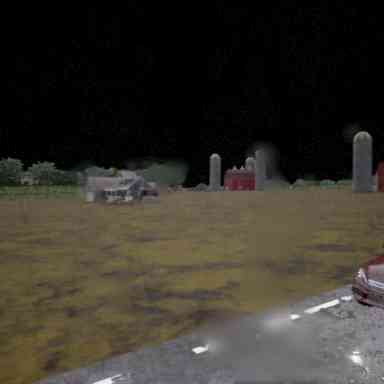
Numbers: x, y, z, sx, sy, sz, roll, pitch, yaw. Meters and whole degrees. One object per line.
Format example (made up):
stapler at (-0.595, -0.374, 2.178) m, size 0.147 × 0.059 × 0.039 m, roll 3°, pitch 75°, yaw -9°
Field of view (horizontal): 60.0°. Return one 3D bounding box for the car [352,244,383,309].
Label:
car at (5.165, 1.486, 6.753) m, size 4.674 × 1.442 × 1.812 m, roll 0°, pitch 0°, yaw -35°
